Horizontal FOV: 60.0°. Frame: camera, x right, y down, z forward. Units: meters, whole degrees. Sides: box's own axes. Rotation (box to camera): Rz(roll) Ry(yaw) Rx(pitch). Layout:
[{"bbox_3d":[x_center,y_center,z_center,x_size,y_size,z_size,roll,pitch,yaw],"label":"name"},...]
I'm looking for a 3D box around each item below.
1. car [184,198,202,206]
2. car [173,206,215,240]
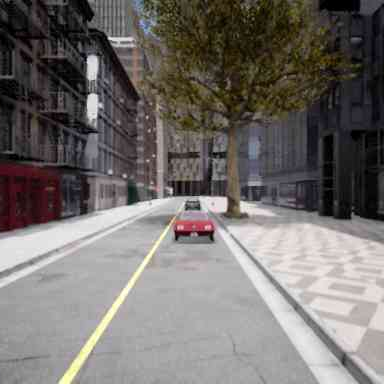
[{"bbox_3d":[0.103,1.454,39.575,2.128,1.511,4.902,0,0,0],"label":"car"},{"bbox_3d":[0.101,1.602,16.937,1.895,1.301,4.718,0,0,0],"label":"car"}]
